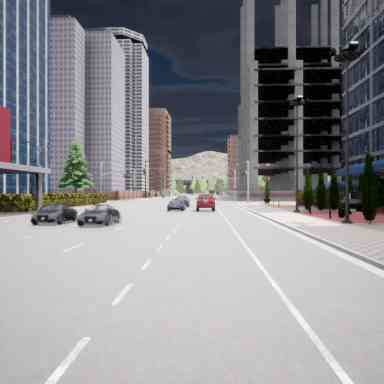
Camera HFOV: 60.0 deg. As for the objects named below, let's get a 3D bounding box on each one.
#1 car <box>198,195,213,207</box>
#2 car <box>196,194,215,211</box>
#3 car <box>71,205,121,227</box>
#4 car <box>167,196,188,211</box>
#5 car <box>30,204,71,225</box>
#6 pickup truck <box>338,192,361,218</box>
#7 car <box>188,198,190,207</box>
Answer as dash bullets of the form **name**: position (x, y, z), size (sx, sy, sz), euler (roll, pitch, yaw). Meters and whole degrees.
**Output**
- **car**: position (2.046, 1.352, 50.475), size (2.097, 1.767, 4.553), euler (0, 0, 2)
- **car**: position (1.631, 1.221, 39.911), size (2.150, 2.045, 5.566), euler (0, 0, 2)
- **car**: position (-6.208, 1.564, 22.600), size (1.994, 1.385, 4.181), euler (0, 0, 3)
- **car**: position (-1.858, 1.564, 40.291), size (1.994, 1.385, 4.181), euler (0, 0, 2)
- **car**: position (-9.657, 1.564, 23.697), size (1.994, 1.385, 4.181), euler (0, 0, 3)
- **pickup truck**: position (14.200, 1.059, 28.443), size (2.390, 2.098, 6.274), euler (0, 0, 33)
- **car**: position (-1.463, 1.352, 50.282), size (2.097, 1.767, 4.553), euler (0, 0, 2)
